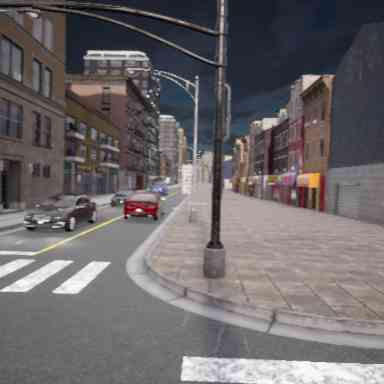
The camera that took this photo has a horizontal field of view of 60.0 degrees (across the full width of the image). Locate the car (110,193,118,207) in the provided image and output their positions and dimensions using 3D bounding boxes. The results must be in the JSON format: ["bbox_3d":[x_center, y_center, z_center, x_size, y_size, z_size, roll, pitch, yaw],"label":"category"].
[{"bbox_3d":[-5.477,0.525,28.144,1.994,1.385,4.181,2,2,2],"label":"car"}]

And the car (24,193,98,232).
[{"bbox_3d":[-5.825,0.848,15.374,1.837,1.490,4.892,2,2,2],"label":"car"}]

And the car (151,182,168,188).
[{"bbox_3d":[-4.794,-0.468,49.614,2.150,2.045,5.566,2,2,2],"label":"car"}]

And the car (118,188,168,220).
[{"bbox_3d":[-2.745,0.759,20.095,1.882,1.535,5.008,2,2,2],"label":"car"}]
